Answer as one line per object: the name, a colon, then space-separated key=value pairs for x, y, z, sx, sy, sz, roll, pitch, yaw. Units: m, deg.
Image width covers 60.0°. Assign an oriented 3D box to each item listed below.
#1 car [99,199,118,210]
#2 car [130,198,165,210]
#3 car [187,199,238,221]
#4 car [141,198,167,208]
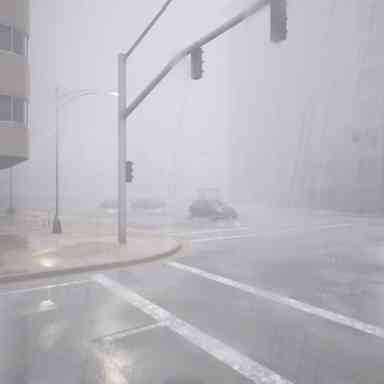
car: x=-10.805 y=1.564 z=44.035 sx=1.994 sy=1.385 sz=4.181 roll=0 pitch=0 yaw=-36
car: x=-6.227 y=1.547 z=43.940 sx=2.033 sy=1.411 sz=5.357 roll=0 pitch=0 yaw=-36
car: x=1.606 y=1.353 z=26.939 sx=2.097 sy=1.767 sz=4.553 roll=0 pitch=0 yaw=-36
car: x=-5.708 y=1.564 z=49.159 sx=1.994 sy=1.385 sz=4.181 roll=0 pitch=0 yaw=-36
